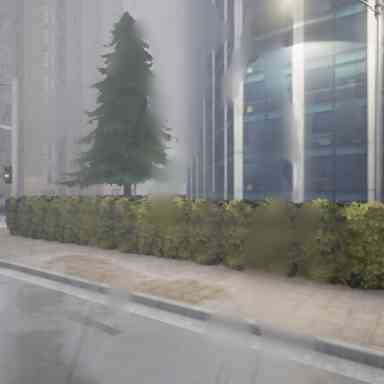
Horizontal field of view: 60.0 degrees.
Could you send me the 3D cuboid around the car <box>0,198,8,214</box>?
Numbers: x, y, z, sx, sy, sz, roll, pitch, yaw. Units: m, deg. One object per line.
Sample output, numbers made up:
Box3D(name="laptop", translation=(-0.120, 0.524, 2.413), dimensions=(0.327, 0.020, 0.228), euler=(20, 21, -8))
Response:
Box3D(name="car", translation=(-18.816, 1.352, 32.047), dimensions=(2.097, 1.767, 4.553), euler=(0, 0, 36))
